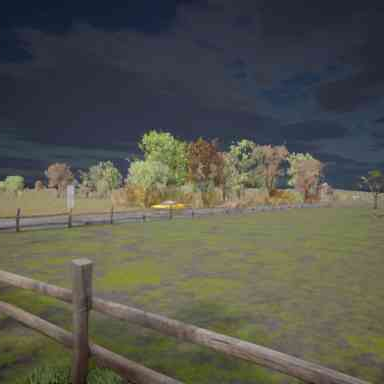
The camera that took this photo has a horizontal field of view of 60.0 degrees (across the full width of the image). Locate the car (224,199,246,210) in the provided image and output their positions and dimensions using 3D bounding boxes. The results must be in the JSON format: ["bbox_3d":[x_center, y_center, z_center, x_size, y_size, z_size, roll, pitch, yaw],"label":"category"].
[{"bbox_3d":[7.132,2.028,54.813,2.097,1.767,4.553,1,0,36],"label":"car"}]

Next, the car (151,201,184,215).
[{"bbox_3d":[-2.950,1.894,40.867,1.882,1.535,5.008,1,0,36],"label":"car"}]
